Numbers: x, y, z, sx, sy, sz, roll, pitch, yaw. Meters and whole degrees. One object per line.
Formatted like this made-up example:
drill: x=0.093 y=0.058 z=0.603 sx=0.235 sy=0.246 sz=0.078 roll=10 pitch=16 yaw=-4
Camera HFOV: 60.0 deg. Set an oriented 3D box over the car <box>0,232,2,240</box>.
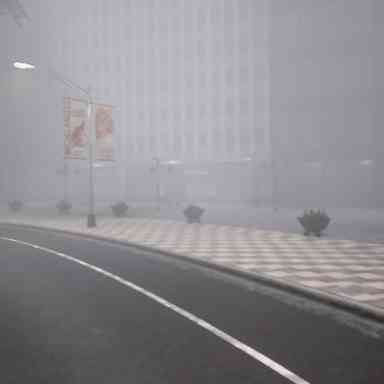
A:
car: x=-9.545 y=1.410 z=13.427 sx=5.357 sy=1.411 sz=2.033 roll=0 pitch=1 yaw=41
